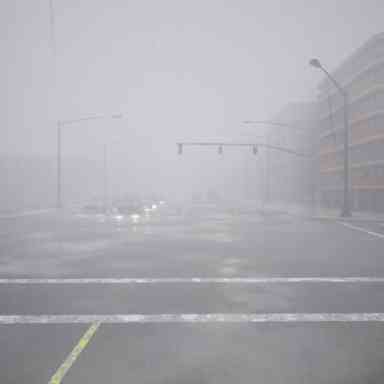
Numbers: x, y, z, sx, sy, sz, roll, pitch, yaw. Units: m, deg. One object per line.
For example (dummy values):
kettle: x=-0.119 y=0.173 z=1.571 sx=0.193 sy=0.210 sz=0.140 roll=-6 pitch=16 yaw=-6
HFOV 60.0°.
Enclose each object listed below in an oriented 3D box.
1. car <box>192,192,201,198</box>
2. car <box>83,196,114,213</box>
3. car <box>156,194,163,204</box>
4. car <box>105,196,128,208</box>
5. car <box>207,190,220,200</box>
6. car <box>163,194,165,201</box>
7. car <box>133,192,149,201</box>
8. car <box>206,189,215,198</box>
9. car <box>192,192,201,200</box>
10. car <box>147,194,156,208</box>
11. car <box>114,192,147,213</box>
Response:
car: x=0.934 y=0.649 z=75.778 sx=2.033 sy=1.411 sz=5.357 roll=0 pitch=1 yaw=0
car: x=-9.811 y=1.225 z=34.876 sx=2.097 sy=1.767 sz=4.553 roll=0 pitch=1 yaw=0
car: x=-6.242 y=1.080 z=52.695 sx=2.128 sy=1.511 sz=4.902 roll=0 pitch=1 yaw=0
car: x=-9.780 y=1.314 z=43.519 sx=1.994 sy=1.385 sz=4.181 roll=0 pitch=1 yaw=0
car: x=4.500 y=0.919 z=65.945 sx=1.994 sy=1.385 sz=4.181 roll=0 pitch=1 yaw=0
car: x=-6.167 y=1.012 z=62.824 sx=1.895 sy=1.301 sz=4.718 roll=0 pitch=1 yaw=1
car: x=-9.661 y=0.896 z=63.214 sx=2.128 sy=1.511 sz=4.902 roll=0 pitch=1 yaw=1
car: x=4.437 y=0.425 z=75.928 sx=2.150 sy=2.045 sz=5.566 roll=0 pitch=1 yaw=0
car: x=0.899 y=0.959 z=65.802 sx=1.895 sy=1.301 sz=4.718 roll=0 pitch=1 yaw=0
car: x=-6.281 y=1.277 z=43.414 sx=1.812 sy=1.442 sz=4.674 roll=0 pitch=1 yaw=0
car: x=-6.313 y=1.226 z=34.531 sx=2.097 sy=1.767 sz=4.553 roll=0 pitch=1 yaw=0
